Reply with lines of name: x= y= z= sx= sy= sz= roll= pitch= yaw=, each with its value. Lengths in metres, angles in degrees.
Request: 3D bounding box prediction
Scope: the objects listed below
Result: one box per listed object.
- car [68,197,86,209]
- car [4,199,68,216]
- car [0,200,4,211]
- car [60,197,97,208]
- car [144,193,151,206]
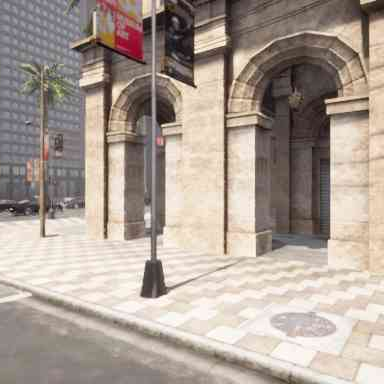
car: x=-15.065 y=1.487 z=45.447 sx=1.837 sy=1.490 sz=4.892 roll=0 pitch=0 yaw=36
car: x=-15.252 y=1.463 z=32.842 sx=1.882 sy=1.535 sz=5.008 roll=0 pitch=0 yaw=36
car: x=-21.120 y=1.583 z=37.012 sx=1.895 sy=1.301 sz=4.718 roll=0 pitch=0 yaw=36
car: x=-16.515 y=1.494 z=48.729 sx=2.161 sy=1.482 sz=4.786 roll=0 pitch=0 yaw=35
car: x=-9.000 y=1.203 z=53.879 sx=2.150 sy=2.045 sz=5.566 roll=0 pitch=0 yaw=35
